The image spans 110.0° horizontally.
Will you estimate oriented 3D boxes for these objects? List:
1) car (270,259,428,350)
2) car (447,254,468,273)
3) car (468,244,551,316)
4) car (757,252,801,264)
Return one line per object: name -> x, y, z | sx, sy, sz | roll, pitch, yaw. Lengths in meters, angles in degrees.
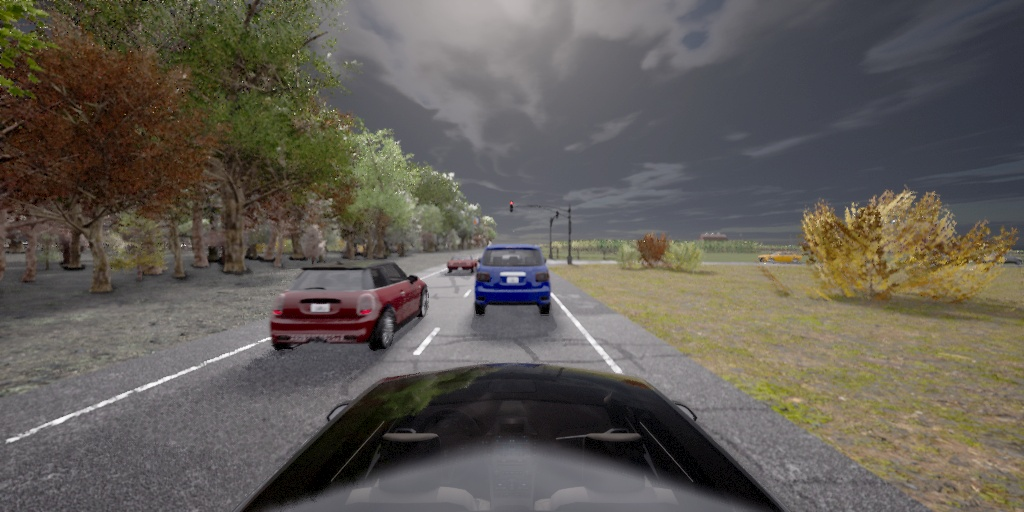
car -> -3.457, 0.881, 8.555 | 2.097, 1.767, 4.553 | 0, 2, -1
car -> -3.621, 0.527, 27.100 | 1.895, 1.301, 4.718 | 0, 2, -1
car -> 0.010, 0.638, 11.896 | 2.150, 2.045, 5.566 | 0, 2, 0
car -> 34.775, 0.181, 46.717 | 5.008, 1.535, 1.882 | 1, 1, 0
